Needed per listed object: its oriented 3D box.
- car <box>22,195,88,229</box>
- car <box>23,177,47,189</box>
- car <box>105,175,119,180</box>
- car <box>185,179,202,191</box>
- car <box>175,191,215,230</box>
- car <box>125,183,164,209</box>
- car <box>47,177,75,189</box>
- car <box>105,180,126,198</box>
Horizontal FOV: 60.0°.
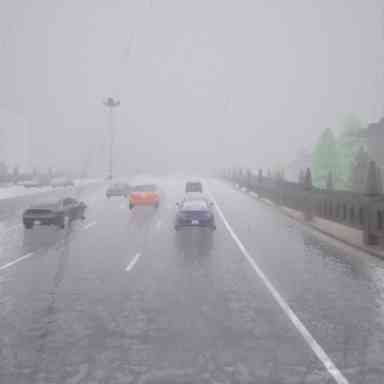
[{"bbox_3d":[-6.856,0.926,17.126,1.837,1.490,4.892,0,4,0],"label":"car"},{"bbox_3d":[-20.911,-1.265,45.285,2.033,1.411,5.357,0,5,1],"label":"car"},{"bbox_3d":[-13.829,-2.213,57.880,1.895,1.301,4.718,0,5,-4],"label":"car"},{"bbox_3d":[0.213,-0.856,39.372,1.882,1.535,5.008,0,5,0],"label":"car"},{"bbox_3d":[0.142,0.984,16.731,1.812,1.442,4.674,0,4,0],"label":"car"},{"bbox_3d":[-3.331,0.165,24.990,2.097,1.767,4.553,0,5,0],"label":"car"},{"bbox_3d":[-17.419,-1.275,45.157,1.812,1.442,4.674,0,5,1],"label":"car"},{"bbox_3d":[-6.880,-0.215,32.188,2.033,1.411,5.357,0,5,1],"label":"car"}]
